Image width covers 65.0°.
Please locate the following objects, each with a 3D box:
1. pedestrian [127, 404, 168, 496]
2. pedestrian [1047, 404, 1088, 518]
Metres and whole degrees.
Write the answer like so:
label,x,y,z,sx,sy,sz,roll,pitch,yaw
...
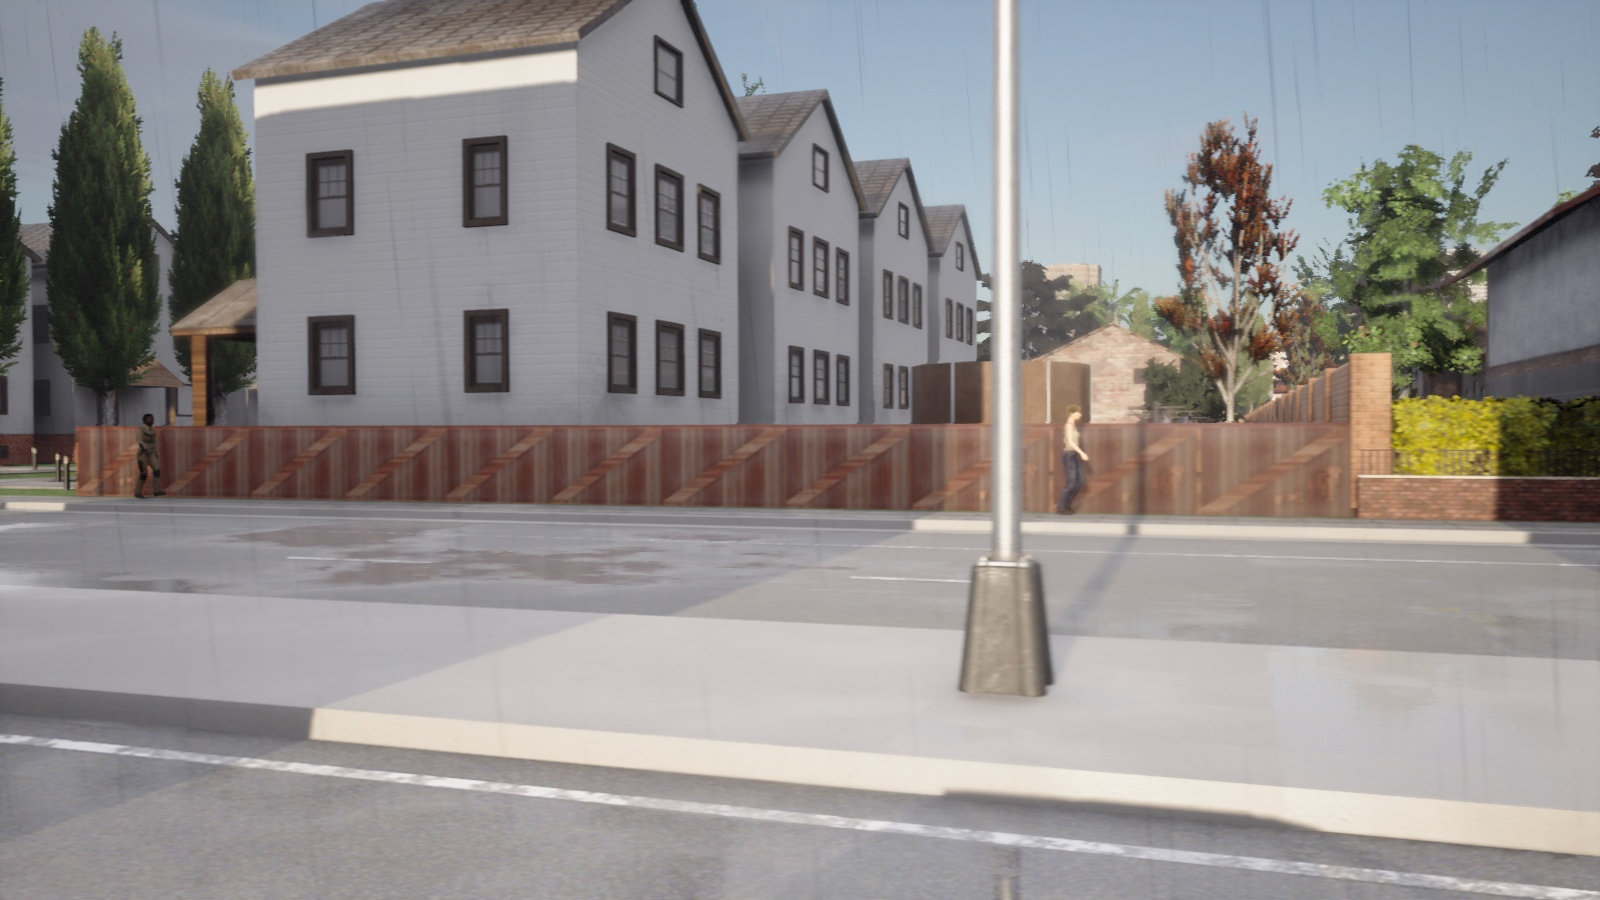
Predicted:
label,x,y,z,sx,sy,sz,roll,pitch,yaw
pedestrian,-13.850,0.002,26.670,0.692,1.930,0.396,1,1,19
pedestrian,4.379,0.169,20.554,0.594,1.836,0.345,1,1,20
